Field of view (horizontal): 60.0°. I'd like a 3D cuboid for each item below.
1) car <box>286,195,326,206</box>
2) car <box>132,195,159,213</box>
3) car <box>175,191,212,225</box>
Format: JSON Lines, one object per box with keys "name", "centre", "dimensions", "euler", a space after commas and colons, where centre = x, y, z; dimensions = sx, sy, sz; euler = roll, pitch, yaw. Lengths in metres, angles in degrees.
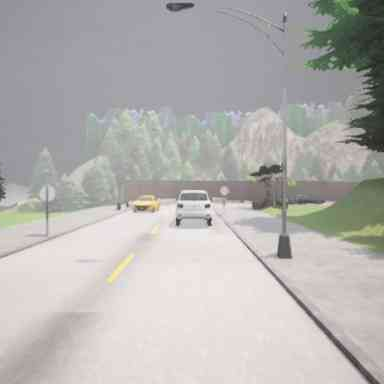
{"name": "car", "centre": [13.689, 1.024, 40.539], "dimensions": [4.718, 1.301, 1.895], "euler": [0, 1, 6]}
{"name": "car", "centre": [-4.124, 1.047, 30.264], "dimensions": [1.882, 1.535, 5.008], "euler": [0, 1, 1]}
{"name": "car", "centre": [0.108, 0.916, 21.335], "dimensions": [2.150, 2.045, 5.566], "euler": [0, 1, 0]}
